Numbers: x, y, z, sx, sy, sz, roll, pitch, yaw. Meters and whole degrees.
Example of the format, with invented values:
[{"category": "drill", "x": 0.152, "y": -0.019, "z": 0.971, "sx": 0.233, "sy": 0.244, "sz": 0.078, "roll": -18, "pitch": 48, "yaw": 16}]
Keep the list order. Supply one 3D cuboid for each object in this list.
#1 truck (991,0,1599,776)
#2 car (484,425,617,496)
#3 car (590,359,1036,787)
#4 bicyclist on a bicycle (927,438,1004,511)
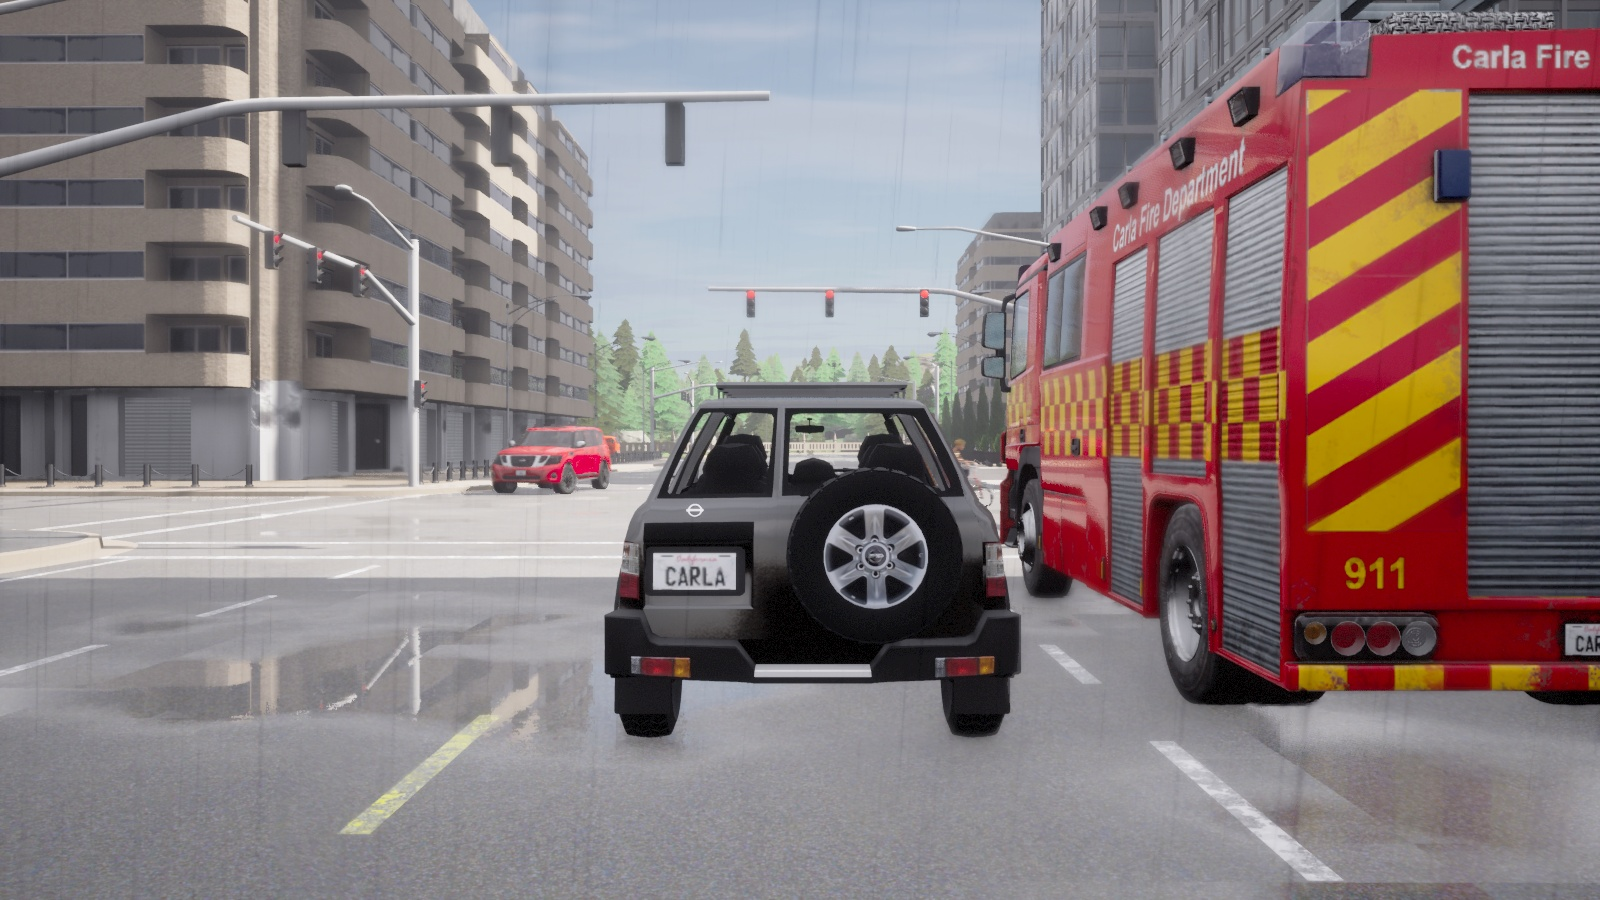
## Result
[{"category": "truck", "x": 3.573, "y": -0.471, "z": 9.880, "sx": 2.891, "sy": 3.827, "sz": 8.468, "roll": 0, "pitch": 0, "yaw": 0}, {"category": "car", "x": -7.596, "y": 0.255, "z": 38.902, "sx": 2.150, "sy": 2.045, "sz": 5.566, "roll": 0, "pitch": 1, "yaw": 10}, {"category": "car", "x": 0.061, "y": 0.520, "z": 7.741, "sx": 1.932, "sy": 1.855, "sz": 4.605, "roll": 0, "pitch": 0, "yaw": 0}, {"category": "bicyclist on a bicycle", "x": 3.786, "y": 0.551, "z": 28.687, "sx": 1.509, "sy": 1.612, "sz": 0.866, "roll": 0, "pitch": -1, "yaw": 30}]
